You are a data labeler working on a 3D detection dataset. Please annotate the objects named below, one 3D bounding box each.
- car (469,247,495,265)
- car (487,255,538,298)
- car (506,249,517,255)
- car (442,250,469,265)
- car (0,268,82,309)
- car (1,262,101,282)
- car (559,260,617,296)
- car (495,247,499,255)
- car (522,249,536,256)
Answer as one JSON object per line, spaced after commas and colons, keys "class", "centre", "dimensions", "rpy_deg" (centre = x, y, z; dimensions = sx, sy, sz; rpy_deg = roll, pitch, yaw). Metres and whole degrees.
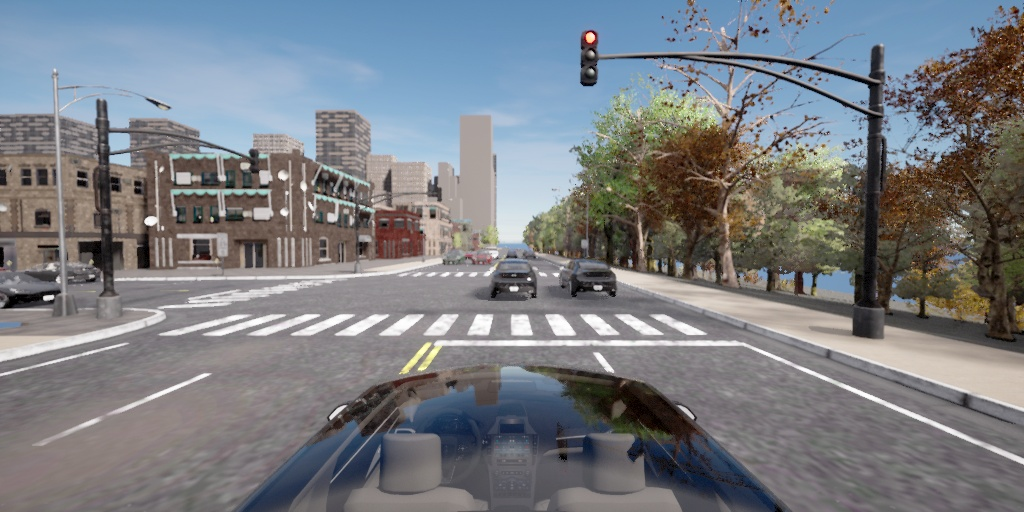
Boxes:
{"class": "car", "centre": [-3.356, 0.122, 41.031], "dimensions": [2.097, 1.767, 4.553], "rpy_deg": [0, 1, 0]}
{"class": "car", "centre": [0.081, 0.906, 15.834], "dimensions": [1.837, 1.490, 4.892], "rpy_deg": [0, 2, 0]}
{"class": "car", "centre": [-0.024, -0.244, 64.184], "dimensions": [1.994, 1.385, 4.181], "rpy_deg": [0, 1, 0]}
{"class": "car", "centre": [-6.606, 0.120, 41.021], "dimensions": [2.097, 1.767, 4.553], "rpy_deg": [0, 1, 0]}
{"class": "car", "centre": [-19.955, 1.257, 13.796], "dimensions": [4.313, 1.339, 1.948], "rpy_deg": [0, 0, 0]}
{"class": "car", "centre": [-28.290, 1.039, 22.303], "dimensions": [4.403, 1.370, 2.007], "rpy_deg": [0, 0, 0]}
{"class": "car", "centre": [3.331, 0.897, 16.243], "dimensions": [1.837, 1.490, 4.892], "rpy_deg": [0, 2, 0]}
{"class": "car", "centre": [-3.330, -0.421, 57.558], "dimensions": [2.150, 2.045, 5.566], "rpy_deg": [0, 1, 0]}
{"class": "car", "centre": [3.227, -0.248, 63.768], "dimensions": [2.033, 1.411, 5.357], "rpy_deg": [0, 1, 0]}
